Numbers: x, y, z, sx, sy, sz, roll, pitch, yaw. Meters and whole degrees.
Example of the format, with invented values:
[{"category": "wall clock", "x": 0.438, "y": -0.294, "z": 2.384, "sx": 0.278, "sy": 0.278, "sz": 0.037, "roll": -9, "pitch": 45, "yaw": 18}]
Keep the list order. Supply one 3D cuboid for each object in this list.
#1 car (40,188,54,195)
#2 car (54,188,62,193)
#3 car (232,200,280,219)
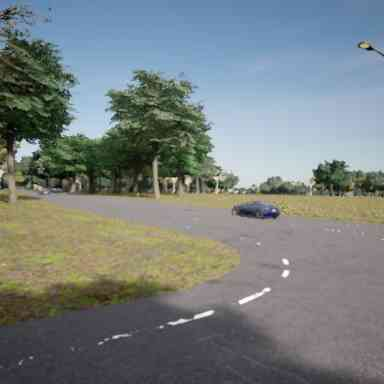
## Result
[{"category": "car", "x": -31.290, "y": -0.073, "z": 70.984, "sx": 2.128, "sy": 1.511, "sz": 4.902, "roll": 0, "pitch": 2, "yaw": -28}, {"category": "car", "x": -34.103, "y": -0.299, "z": 83.421, "sx": 1.895, "sy": 1.301, "sz": 4.718, "roll": 0, "pitch": 2, "yaw": -35}, {"category": "car", "x": 5.298, "y": 1.387, "z": 27.826, "sx": 1.994, "sy": 1.385, "sz": 4.181, "roll": 0, "pitch": 2, "yaw": -35}]
